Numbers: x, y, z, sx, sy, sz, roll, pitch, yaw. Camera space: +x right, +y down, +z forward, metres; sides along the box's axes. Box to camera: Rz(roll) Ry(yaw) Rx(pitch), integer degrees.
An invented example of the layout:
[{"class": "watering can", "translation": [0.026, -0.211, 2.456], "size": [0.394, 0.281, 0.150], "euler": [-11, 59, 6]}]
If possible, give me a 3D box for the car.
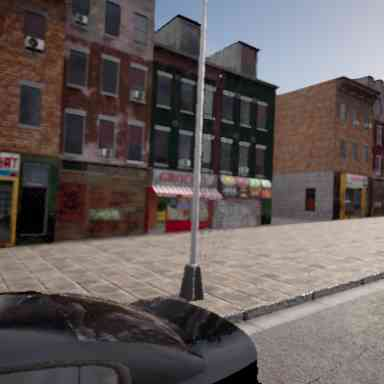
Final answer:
[{"class": "car", "translation": [-1.784, 1.474, 1.798], "size": [5.008, 1.535, 1.882], "euler": [0, 0, -36]}]
